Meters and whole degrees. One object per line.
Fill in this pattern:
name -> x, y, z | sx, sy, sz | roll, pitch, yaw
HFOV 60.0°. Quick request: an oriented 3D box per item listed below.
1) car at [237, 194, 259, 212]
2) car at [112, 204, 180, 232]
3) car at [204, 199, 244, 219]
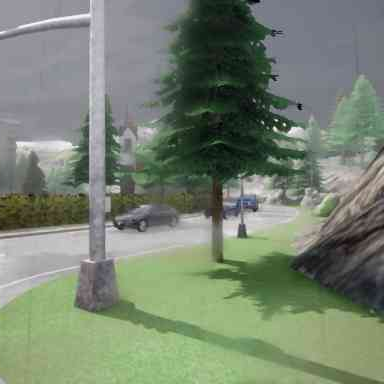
car -> 6.522, 1.221, 38.802 | 2.150, 2.045, 5.566 | 0, 0, 16
car -> -2.655, 1.505, 20.337 | 1.837, 1.490, 4.892 | 0, 0, 35
car -> 2.723, 1.601, 29.125 | 1.895, 1.301, 4.718 | 0, 0, 26
